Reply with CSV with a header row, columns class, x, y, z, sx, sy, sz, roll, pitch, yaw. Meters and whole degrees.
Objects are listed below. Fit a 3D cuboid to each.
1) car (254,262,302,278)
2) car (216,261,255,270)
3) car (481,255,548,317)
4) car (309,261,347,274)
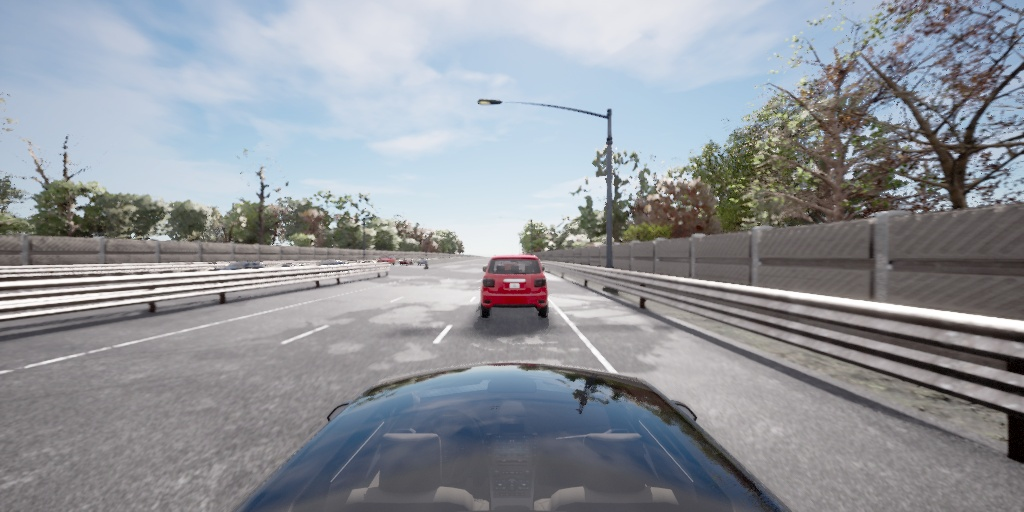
class,x,y,z,sx,sy,sz,roll,pitch,yaw
car,-21.338,1.360,33.626,1.895,1.301,4.718,0,0,0
car,-24.841,1.263,32.968,1.837,1.490,4.892,0,0,0
car,0.063,0.974,13.330,2.150,2.045,5.566,0,0,0
car,-17.850,1.264,34.886,1.837,1.490,4.892,0,0,0
